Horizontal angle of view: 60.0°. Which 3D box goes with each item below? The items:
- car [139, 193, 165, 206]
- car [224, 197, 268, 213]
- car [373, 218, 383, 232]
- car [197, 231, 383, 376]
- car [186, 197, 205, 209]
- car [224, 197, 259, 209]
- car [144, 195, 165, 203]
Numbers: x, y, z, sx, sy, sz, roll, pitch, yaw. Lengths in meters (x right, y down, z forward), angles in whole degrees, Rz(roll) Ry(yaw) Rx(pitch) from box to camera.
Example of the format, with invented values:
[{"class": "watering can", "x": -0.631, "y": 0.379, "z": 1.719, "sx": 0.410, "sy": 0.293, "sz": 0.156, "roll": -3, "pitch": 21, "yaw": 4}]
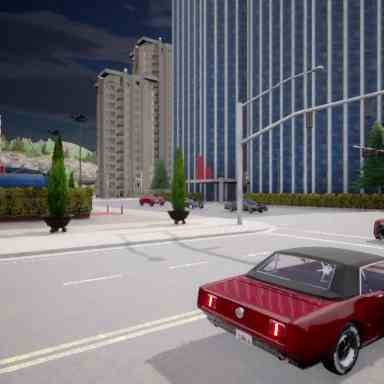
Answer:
[{"class": "car", "x": -6.562, "y": 1.221, "z": 53.766, "sx": 2.150, "sy": 2.045, "sz": 5.566, "roll": 0, "pitch": 0, "yaw": -36}, {"class": "car", "x": 5.809, "y": 1.547, "z": 36.699, "sx": 2.033, "sy": 1.411, "sz": 5.357, "roll": 0, "pitch": 0, "yaw": -36}, {"class": "car", "x": 10.589, "y": 1.477, "z": 15.892, "sx": 5.008, "sy": 1.535, "sz": 1.882, "roll": 0, "pitch": 0, "yaw": -36}, {"class": "car", "x": 2.493, "y": 1.601, "z": 5.586, "sx": 4.718, "sy": 1.301, "sz": 1.895, "roll": 0, "pitch": 0, "yaw": -35}, {"class": "car", "x": -0.295, "y": 1.505, "z": 45.106, "sx": 1.837, "sy": 1.490, "sz": 4.892, "roll": 0, "pitch": 0, "yaw": -36}, {"class": "car", "x": 6.985, "y": 1.491, "z": 47.303, "sx": 2.128, "sy": 1.511, "sz": 4.902, "roll": 0, "pitch": 0, "yaw": -36}, {"class": "car", "x": -7.693, "y": 1.491, "z": 67.535, "sx": 2.128, "sy": 1.511, "sz": 4.902, "roll": 0, "pitch": 0, "yaw": -36}]
